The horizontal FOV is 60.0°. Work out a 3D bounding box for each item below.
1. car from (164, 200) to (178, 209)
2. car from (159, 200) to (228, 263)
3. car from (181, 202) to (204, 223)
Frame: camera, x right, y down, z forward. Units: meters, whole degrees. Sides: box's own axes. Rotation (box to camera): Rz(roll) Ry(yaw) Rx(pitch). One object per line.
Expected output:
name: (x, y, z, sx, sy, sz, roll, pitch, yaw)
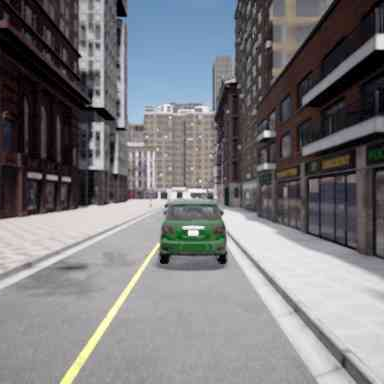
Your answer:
car: (-3.160, 1.864, 50.389, 1.895, 1.301, 4.718, 0, 0, 0)
car: (0.058, 1.296, 12.417, 2.150, 2.045, 5.566, 0, 0, 0)
car: (0.044, 1.672, 28.715, 1.837, 1.490, 4.892, 0, 0, 0)
